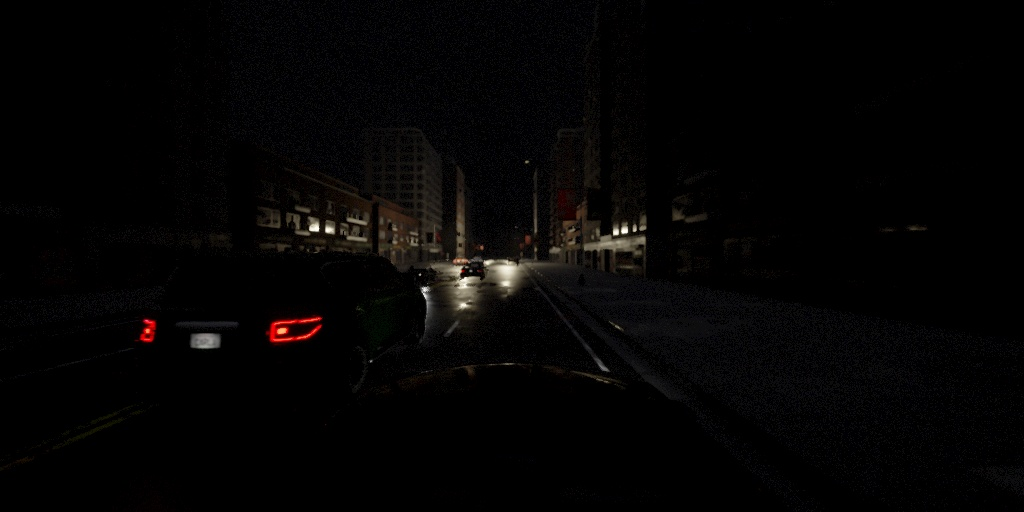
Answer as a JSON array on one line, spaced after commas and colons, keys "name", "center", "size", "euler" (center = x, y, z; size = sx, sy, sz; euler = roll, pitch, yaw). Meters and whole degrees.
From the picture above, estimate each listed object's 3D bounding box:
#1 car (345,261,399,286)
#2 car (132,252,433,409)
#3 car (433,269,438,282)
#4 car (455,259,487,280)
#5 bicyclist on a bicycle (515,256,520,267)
[{"name": "car", "center": [-9.842, 1.140, 25.689], "size": [1.882, 1.535, 5.008], "euler": [0, 0, 0]}, {"name": "car", "center": [-3.149, 0.955, 6.368], "size": [2.150, 2.045, 5.566], "euler": [0, 0, 0]}, {"name": "car", "center": [-6.595, 1.265, 25.071], "size": [1.895, 1.301, 4.718], "euler": [0, 0, 0]}, {"name": "car", "center": [-3.144, 1.194, 30.011], "size": [2.033, 1.411, 5.357], "euler": [0, 0, 0]}, {"name": "bicyclist on a bicycle", "center": [0.903, 1.009, 55.242], "size": [0.582, 1.620, 1.656], "euler": [0, 0, 0]}]
